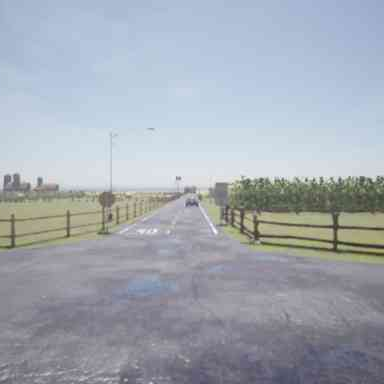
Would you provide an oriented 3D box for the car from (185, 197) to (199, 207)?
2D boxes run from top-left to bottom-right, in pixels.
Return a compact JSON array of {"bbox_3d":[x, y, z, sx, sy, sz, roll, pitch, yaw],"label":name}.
[{"bbox_3d":[-0.002,1.542,54.669,2.097,1.767,4.553,0,0,0],"label":"car"}]
